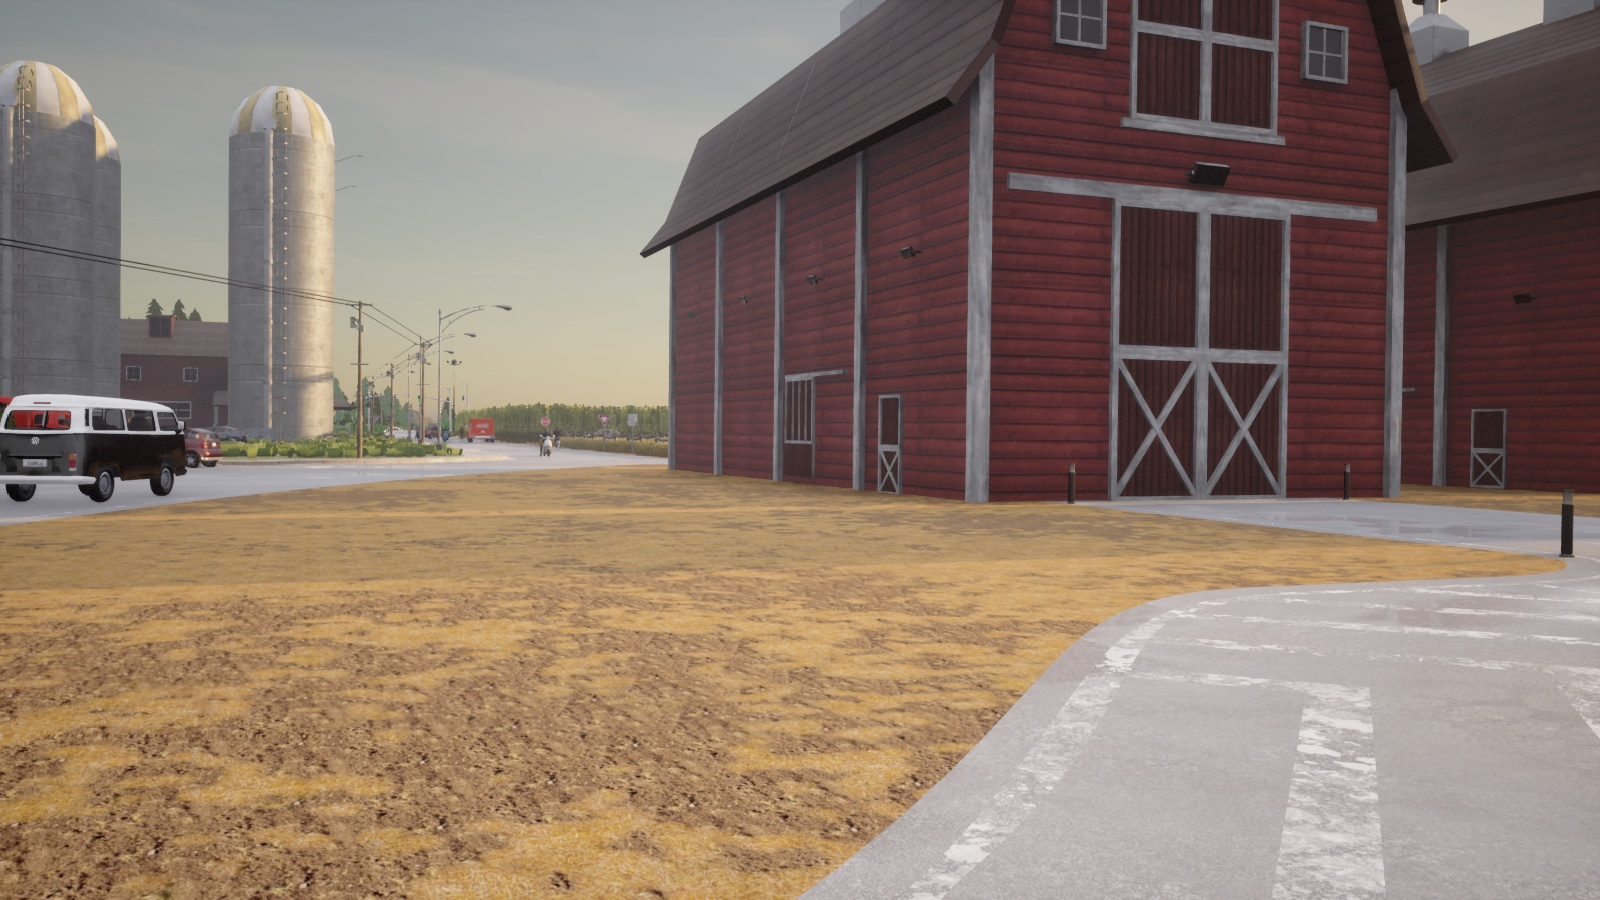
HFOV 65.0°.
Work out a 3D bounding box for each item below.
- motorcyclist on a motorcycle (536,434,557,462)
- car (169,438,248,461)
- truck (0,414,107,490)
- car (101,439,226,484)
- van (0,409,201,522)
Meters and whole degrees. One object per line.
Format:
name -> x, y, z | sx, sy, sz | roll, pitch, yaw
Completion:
motorcyclist on a motorcycle -> -14.397, -0.113, 71.284 | 0.866, 1.590, 1.817 | -1, 1, -21
car -> -40.942, -0.036, 87.063 | 4.792, 1.488, 2.163 | -1, 1, -22
truck -> -26.406, 0.030, 41.918 | 5.204, 2.467, 2.627 | 1, 1, -14
car -> -23.447, 0.407, 46.350 | 3.705, 1.549, 1.789 | -1, 1, -2
van -> -14.063, 0.253, 25.134 | 2.069, 2.038, 4.480 | -1, 1, -2
